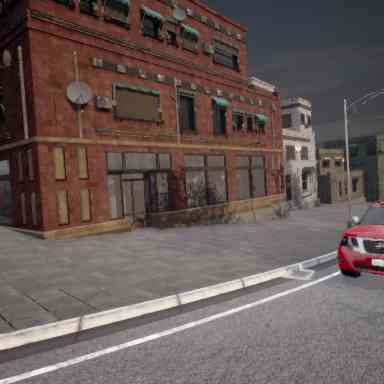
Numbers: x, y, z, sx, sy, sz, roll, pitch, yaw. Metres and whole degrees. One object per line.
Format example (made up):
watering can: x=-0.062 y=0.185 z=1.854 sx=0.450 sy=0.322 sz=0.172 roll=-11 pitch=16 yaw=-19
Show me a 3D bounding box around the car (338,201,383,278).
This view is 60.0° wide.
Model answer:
car: x=6.144 y=1.270 z=9.559 sx=2.150 sy=2.045 sz=5.566 roll=-1 pitch=-1 yaw=43
